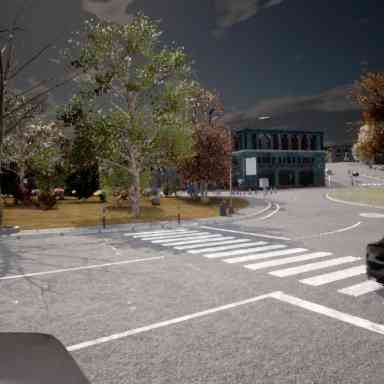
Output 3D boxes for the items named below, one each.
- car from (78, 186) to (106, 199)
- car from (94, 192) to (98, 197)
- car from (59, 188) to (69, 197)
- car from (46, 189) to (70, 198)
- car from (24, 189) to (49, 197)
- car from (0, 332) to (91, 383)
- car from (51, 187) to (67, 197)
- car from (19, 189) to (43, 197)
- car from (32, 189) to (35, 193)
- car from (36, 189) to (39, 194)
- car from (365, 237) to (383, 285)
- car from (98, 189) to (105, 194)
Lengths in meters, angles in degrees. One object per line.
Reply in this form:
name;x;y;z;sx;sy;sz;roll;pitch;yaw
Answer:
car;-19.069;0.054;63.734;2.435;2.045;5.566;-2;2;17
car;-16.734;0.287;61.737;1.946;1.575;5.366;-1;2;17
car;-23.796;0.352;67.297;2.163;1.488;4.792;-1;2;17
car;-28.497;0.294;70.970;2.231;1.521;4.892;-1;2;18
car;-35.534;0.195;76.337;1.946;1.575;5.366;0;3;19
car;-3.147;1.548;1.503;5.357;1.411;2.033;0;0;-35
car;-26.155;0.062;69.107;2.435;2.045;5.566;0;2;18
car;-37.783;0.151;78.382;2.097;1.535;5.008;0;3;19
car;-33.171;0.103;74.628;2.185;1.767;4.553;0;2;18
car;-30.823;0.263;72.817;2.097;1.535;5.008;0;2;18
car;6.239;1.443;8.109;5.008;1.535;1.882;-1;0;-34
car;-14.324;0.125;60.106;2.185;1.767;4.553;-2;1;17
